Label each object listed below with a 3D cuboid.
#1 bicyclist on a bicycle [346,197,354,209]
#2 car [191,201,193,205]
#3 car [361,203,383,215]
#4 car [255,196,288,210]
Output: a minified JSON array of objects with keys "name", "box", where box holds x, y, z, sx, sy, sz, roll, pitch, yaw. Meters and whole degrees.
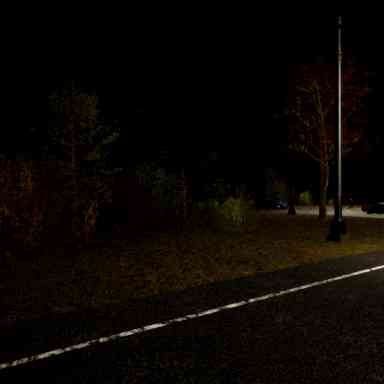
[{"name":"bicyclist on a bicycle","box":[22.255,1.579,46.806,1.656,1.620,0.582,0,0,-31]},{"name":"car","box":[0.961,1.868,67.987,2.150,2.045,5.566,-2,0,-31]},{"name":"car","box":[20.496,1.796,34.878,1.895,1.301,4.718,-2,0,-31]},{"name":"car","box":[11.748,1.623,49.610,2.150,2.045,5.566,-2,0,-31]}]
